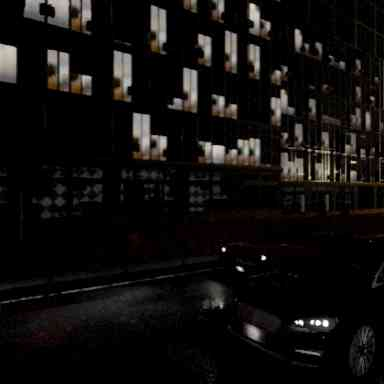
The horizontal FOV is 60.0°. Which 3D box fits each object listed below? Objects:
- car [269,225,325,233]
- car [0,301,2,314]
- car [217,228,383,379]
[{"bbox_3d":[3.044,1.693,9.845,4.718,1.301,1.895,1,0,-35],"label":"car"},{"bbox_3d":[-5.331,1.521,3.875,5.357,1.411,2.033,1,0,-35],"label":"car"},{"bbox_3d":[2.780,1.554,5.664,4.902,1.511,2.128,1,0,-36],"label":"car"}]
